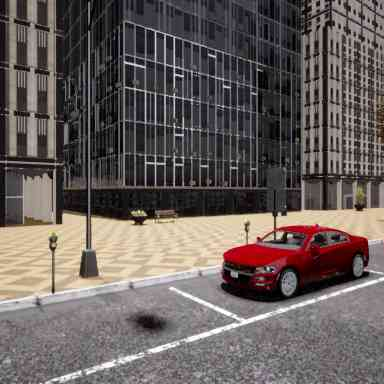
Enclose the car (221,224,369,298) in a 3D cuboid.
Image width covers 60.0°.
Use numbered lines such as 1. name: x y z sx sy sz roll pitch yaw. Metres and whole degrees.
1. car: 2.749 1.545 8.502 4.507 1.381 1.887 0 0 -35
